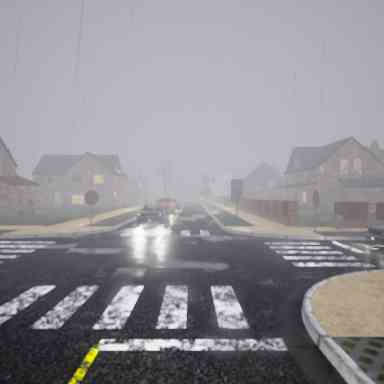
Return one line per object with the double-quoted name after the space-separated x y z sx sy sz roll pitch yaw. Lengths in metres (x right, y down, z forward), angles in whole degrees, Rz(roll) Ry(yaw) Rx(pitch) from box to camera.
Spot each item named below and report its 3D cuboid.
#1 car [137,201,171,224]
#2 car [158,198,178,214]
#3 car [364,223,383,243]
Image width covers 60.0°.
-2.889 1.622 24.754 1.895 1.301 4.718 0 0 0 "car"
-2.900 1.407 35.875 2.097 1.767 4.553 0 0 0 "car"
10.353 1.607 14.093 5.357 1.411 2.033 0 0 2 "car"
